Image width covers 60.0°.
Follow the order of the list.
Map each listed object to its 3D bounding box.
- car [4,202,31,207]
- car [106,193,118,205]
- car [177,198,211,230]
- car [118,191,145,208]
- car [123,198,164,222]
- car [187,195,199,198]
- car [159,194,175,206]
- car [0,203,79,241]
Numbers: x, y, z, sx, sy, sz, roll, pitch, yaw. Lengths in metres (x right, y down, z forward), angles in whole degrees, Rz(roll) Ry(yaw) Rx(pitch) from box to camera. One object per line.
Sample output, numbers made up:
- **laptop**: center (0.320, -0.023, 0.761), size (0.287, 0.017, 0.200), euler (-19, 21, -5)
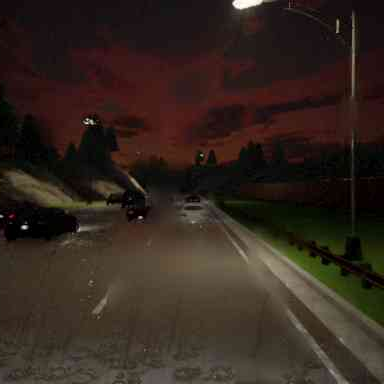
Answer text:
- **car**: center (-10.399, 1.346, 20.633), size (2.033, 1.411, 5.357), euler (0, 1, 0)
- **car**: center (-10.498, 0.899, 46.773), size (2.097, 1.767, 4.553), euler (0, 0, 0)
- **car**: center (0.100, 1.336, 19.584), size (1.812, 1.442, 4.674), euler (0, 1, 0)
- **car**: center (-6.899, 0.838, 39.720), size (2.150, 2.045, 5.566), euler (0, 1, 0)
- **car**: center (-3.399, 1.367, 24.140), size (1.895, 1.301, 4.718), euler (0, 1, 0)
- **car**: center (0.100, 1.103, 41.774), size (1.837, 1.490, 4.892), euler (0, 1, 0)
- **car**: center (-3.494, 1.061, 46.095), size (1.837, 1.490, 4.892), euler (0, 1, 0)
- **car**: center (-6.900, 1.411, 15.710), size (1.994, 1.385, 4.181), euler (0, 1, 0)
